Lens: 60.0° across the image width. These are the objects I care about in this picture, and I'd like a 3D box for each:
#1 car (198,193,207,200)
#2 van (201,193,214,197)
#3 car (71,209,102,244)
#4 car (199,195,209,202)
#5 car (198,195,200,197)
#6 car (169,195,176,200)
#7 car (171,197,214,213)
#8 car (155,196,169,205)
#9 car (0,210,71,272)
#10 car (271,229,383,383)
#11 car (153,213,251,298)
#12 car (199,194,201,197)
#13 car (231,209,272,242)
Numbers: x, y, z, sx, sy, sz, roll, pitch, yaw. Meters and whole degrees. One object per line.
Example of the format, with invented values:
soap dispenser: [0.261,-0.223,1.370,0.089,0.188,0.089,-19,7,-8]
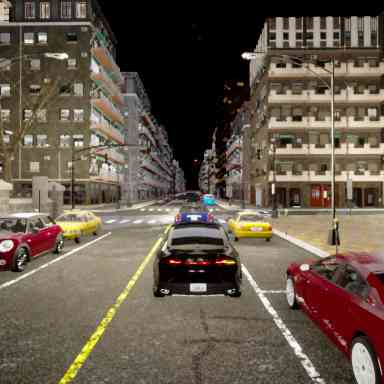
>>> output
car: [2.784,1.249,88.160,2.192,1.841,5.009,1,0,0]
van: [2.752,1.321,54.134,1.690,1.788,3.998,1,0,0]
car: [-5.666,1.527,15.996,1.752,1.417,4.829,1,0,0]
car: [2.771,1.503,76.818,2.008,1.369,4.403,1,0,0]
car: [2.760,1.534,65.477,1.947,1.339,4.313,1,0,0]
car: [-5.599,1.516,88.225,1.802,1.307,4.206,1,0,0]
car: [0.137,1.354,18.791,2.097,1.767,4.553,0,0,1]
car: [-5.626,1.556,59.870,1.802,1.307,4.206,1,0,0]
car: [-5.670,1.442,10.552,1.967,1.590,4.097,1,0,0]
car: [2.704,1.546,4.908,1.887,1.381,4.507,1,0,0]
car: [0.111,1.507,8.531,1.837,1.490,4.892,0,0,0]
car: [2.755,1.519,59.806,1.887,1.381,4.507,1,0,0]
car: [2.715,1.527,16.311,1.752,1.417,4.829,1,0,0]
